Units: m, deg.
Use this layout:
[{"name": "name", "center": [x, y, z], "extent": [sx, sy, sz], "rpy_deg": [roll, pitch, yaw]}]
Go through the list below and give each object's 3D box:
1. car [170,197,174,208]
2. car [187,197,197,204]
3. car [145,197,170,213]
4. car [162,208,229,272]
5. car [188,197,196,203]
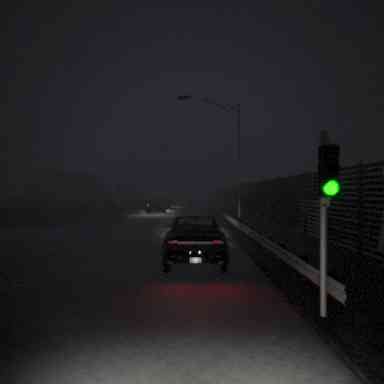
[{"name": "car", "center": [-4.062, 1.697, 47.740], "extent": [1.895, 1.301, 4.718], "rpy_deg": [0, 0, 0]}, {"name": "car", "center": [0.008, 1.733, 65.388], "extent": [1.895, 1.301, 4.718], "rpy_deg": [0, 0, 0]}, {"name": "car", "center": [-4.091, 1.430, 38.373], "extent": [2.097, 1.767, 4.553], "rpy_deg": [0, 0, 0]}, {"name": "car", "center": [0.097, 1.515, 10.889], "extent": [2.128, 1.511, 4.902], "rpy_deg": [0, 0, 0]}, {"name": "car", "center": [0.003, 1.747, 75.161], "extent": [1.895, 1.301, 4.718], "rpy_deg": [0, 0, 0]}]
